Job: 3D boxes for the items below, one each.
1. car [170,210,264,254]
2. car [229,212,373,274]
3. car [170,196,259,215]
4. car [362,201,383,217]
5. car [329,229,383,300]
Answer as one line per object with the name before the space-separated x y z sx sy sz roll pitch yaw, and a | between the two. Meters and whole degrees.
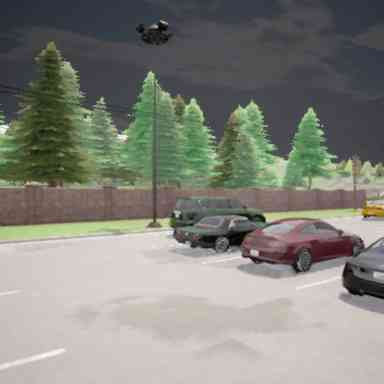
car | 1.671 1.615 13.534 4.718 1.301 1.895 0 0 -35
car | 3.617 1.540 10.640 4.674 1.442 1.812 0 0 -36
car | 1.471 1.239 17.691 5.566 2.045 2.150 0 0 -35
car | 16.476 1.526 28.388 5.008 1.535 1.882 0 0 -35
car | 5.265 1.578 7.500 4.181 1.385 1.994 0 0 -35
